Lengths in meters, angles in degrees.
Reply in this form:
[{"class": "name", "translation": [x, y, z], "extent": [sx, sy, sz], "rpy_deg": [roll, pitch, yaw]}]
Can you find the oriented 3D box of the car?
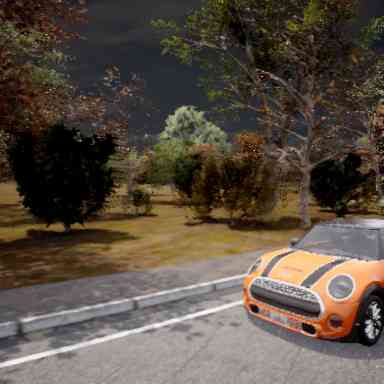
[{"class": "car", "translation": [3.109, 1.348, 6.478], "extent": [4.553, 1.767, 2.097], "rpy_deg": [0, 0, -38]}]
